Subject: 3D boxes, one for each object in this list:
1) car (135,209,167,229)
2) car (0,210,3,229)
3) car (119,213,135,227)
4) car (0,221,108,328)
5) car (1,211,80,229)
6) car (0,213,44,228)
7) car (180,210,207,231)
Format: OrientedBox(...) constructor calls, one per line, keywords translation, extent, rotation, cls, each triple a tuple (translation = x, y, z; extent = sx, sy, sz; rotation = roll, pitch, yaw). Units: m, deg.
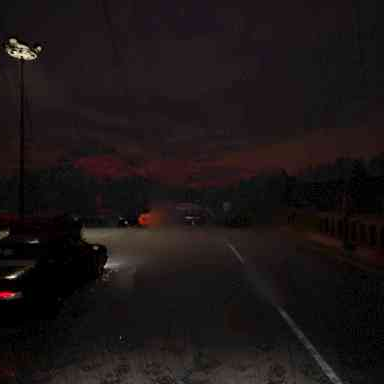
OrientedBox(translation=(-3.395, 2.317, 29.525), extent=(2.097, 1.767, 4.553), rotation=(0, -5, 0), cls="car")
OrientedBox(translation=(-14.093, 2.045, 23.747), extent=(1.882, 1.535, 5.008), rotation=(0, -3, 0), cls="car")
OrientedBox(translation=(-6.893, 3.206, 37.286), extent=(1.837, 1.490, 4.892), rotation=(0, -6, 0), cls="car")
OrientedBox(translation=(-3.399, 1.630, 7.460), extent=(2.033, 1.411, 5.357), rotation=(0, -1, 0), cls="car")
OrientedBox(translation=(-6.896, 1.709, 16.360), extent=(1.882, 1.535, 5.008), rotation=(0, -2, 0), cls="car")
OrientedBox(translation=(-17.587, 2.969, 34.508), extent=(2.033, 1.411, 5.357), rotation=(0, -6, 0), cls="car")
OrientedBox(translation=(0.104, 2.194, 25.941), extent=(2.128, 1.511, 4.902), rotation=(0, -4, 0), cls="car")
